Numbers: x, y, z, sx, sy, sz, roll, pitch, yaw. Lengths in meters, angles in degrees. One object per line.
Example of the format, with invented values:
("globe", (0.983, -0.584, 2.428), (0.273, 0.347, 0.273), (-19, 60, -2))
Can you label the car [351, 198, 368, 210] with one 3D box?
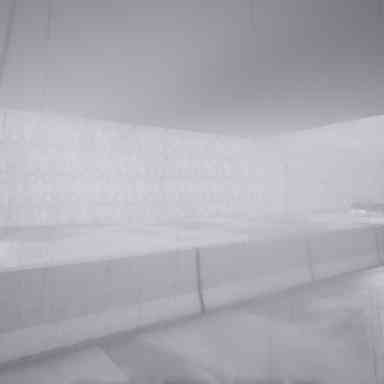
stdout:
("car", (21.171, 1.475, 40.513), (4.181, 1.385, 1.994), (0, 0, -35))

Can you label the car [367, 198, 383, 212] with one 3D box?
("car", (21.710, 1.516, 36.610), (4.718, 1.301, 1.895), (0, 0, -35))
